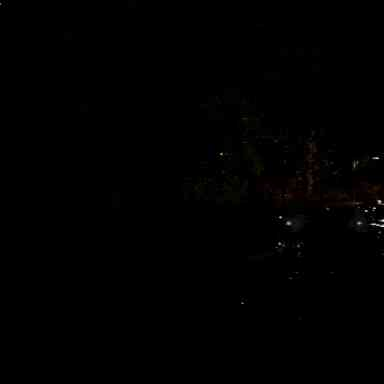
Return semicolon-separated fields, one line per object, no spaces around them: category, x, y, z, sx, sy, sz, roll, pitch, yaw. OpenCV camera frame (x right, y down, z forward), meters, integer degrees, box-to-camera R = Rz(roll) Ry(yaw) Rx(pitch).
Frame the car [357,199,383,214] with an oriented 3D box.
car;18.505;1.456;34.239;2.033;1.411;5.357;2;1;38

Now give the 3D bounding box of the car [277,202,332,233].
car;6.555;1.362;19.138;2.128;1.511;4.902;2;1;39
